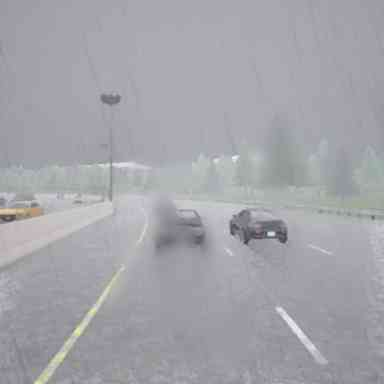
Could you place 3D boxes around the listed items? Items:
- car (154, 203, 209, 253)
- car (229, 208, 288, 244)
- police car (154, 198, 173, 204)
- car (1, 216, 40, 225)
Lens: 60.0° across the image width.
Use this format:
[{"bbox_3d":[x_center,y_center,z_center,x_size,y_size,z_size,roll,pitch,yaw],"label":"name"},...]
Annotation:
[{"bbox_3d":[-0.456,1.437,13.384,2.128,1.511,4.902,0,0,-4],"label":"car"},{"bbox_3d":[2.919,1.450,15.225,1.812,1.442,4.674,0,0,-4],"label":"car"},{"bbox_3d":[-2.676,1.379,32.390,2.038,1.542,4.974,0,0,-9],"label":"police car"},{"bbox_3d":[-12.214,1.424,24.013,1.882,1.535,5.008,0,0,-7],"label":"car"}]
